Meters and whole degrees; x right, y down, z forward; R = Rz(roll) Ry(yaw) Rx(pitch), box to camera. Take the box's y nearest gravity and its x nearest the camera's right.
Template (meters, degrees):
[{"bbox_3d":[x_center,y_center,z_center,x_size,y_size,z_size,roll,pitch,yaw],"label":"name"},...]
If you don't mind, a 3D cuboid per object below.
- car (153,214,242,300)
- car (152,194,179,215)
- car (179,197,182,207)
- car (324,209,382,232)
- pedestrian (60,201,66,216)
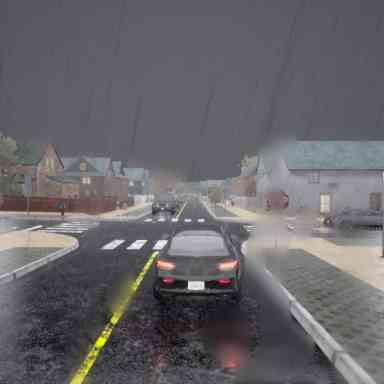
[{"bbox_3d":[0.175,1.523,8.303,1.812,1.442,4.674,0,0,2],"label":"car"},{"bbox_3d":[-2.771,1.213,34.057,2.150,2.045,5.566,0,0,0],"label":"car"},{"bbox_3d":[-2.726,1.550,45.398,1.994,1.385,4.181,0,0,0],"label":"car"},{"bbox_3d":[10.772,1.781,21.404,4.181,1.385,1.994,1,1,0],"label":"car"},{"bbox_3d":[-9.620,1.242,24.741,0.500,1.100,0.500,0,0,1],"label":"pedestrian"}]
